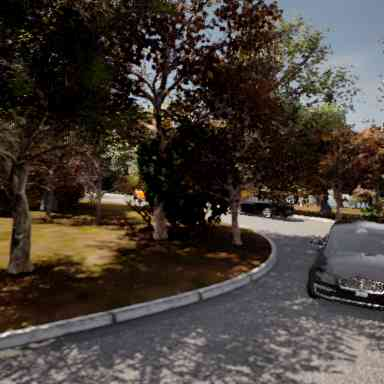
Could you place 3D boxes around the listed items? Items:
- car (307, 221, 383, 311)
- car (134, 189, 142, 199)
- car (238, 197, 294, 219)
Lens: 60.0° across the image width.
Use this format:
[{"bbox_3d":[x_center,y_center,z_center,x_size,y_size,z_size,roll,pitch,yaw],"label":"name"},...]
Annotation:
[{"bbox_3d":[4.091,1.531,8.073,1.837,1.490,4.892,3,2,26],"label":"car"},{"bbox_3d":[-5.053,0.109,38.619,2.097,1.767,4.553,2,1,-35],"label":"car"},{"bbox_3d":[5.062,1.010,24.189,1.882,1.535,5.008,2,1,-34],"label":"car"}]
